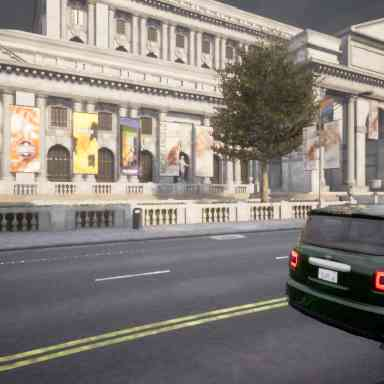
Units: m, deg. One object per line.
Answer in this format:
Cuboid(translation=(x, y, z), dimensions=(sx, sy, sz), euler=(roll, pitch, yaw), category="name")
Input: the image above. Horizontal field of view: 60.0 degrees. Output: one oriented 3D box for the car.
Cuboid(translation=(4.175, 1.221, 5.829), dimensions=(5.566, 2.045, 2.150), euler=(0, 0, -29), category="car")
